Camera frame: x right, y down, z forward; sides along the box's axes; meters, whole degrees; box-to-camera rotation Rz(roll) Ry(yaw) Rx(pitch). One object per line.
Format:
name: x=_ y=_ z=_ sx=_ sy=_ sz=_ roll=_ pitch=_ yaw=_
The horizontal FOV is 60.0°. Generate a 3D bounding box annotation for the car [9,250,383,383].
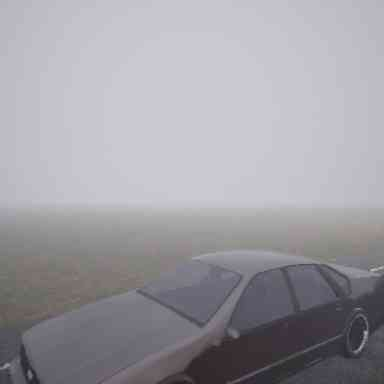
car: x=0.662 y=1.568 z=4.464 sx=5.357 sy=1.411 sz=2.033 roll=0 pitch=0 yaw=-35
